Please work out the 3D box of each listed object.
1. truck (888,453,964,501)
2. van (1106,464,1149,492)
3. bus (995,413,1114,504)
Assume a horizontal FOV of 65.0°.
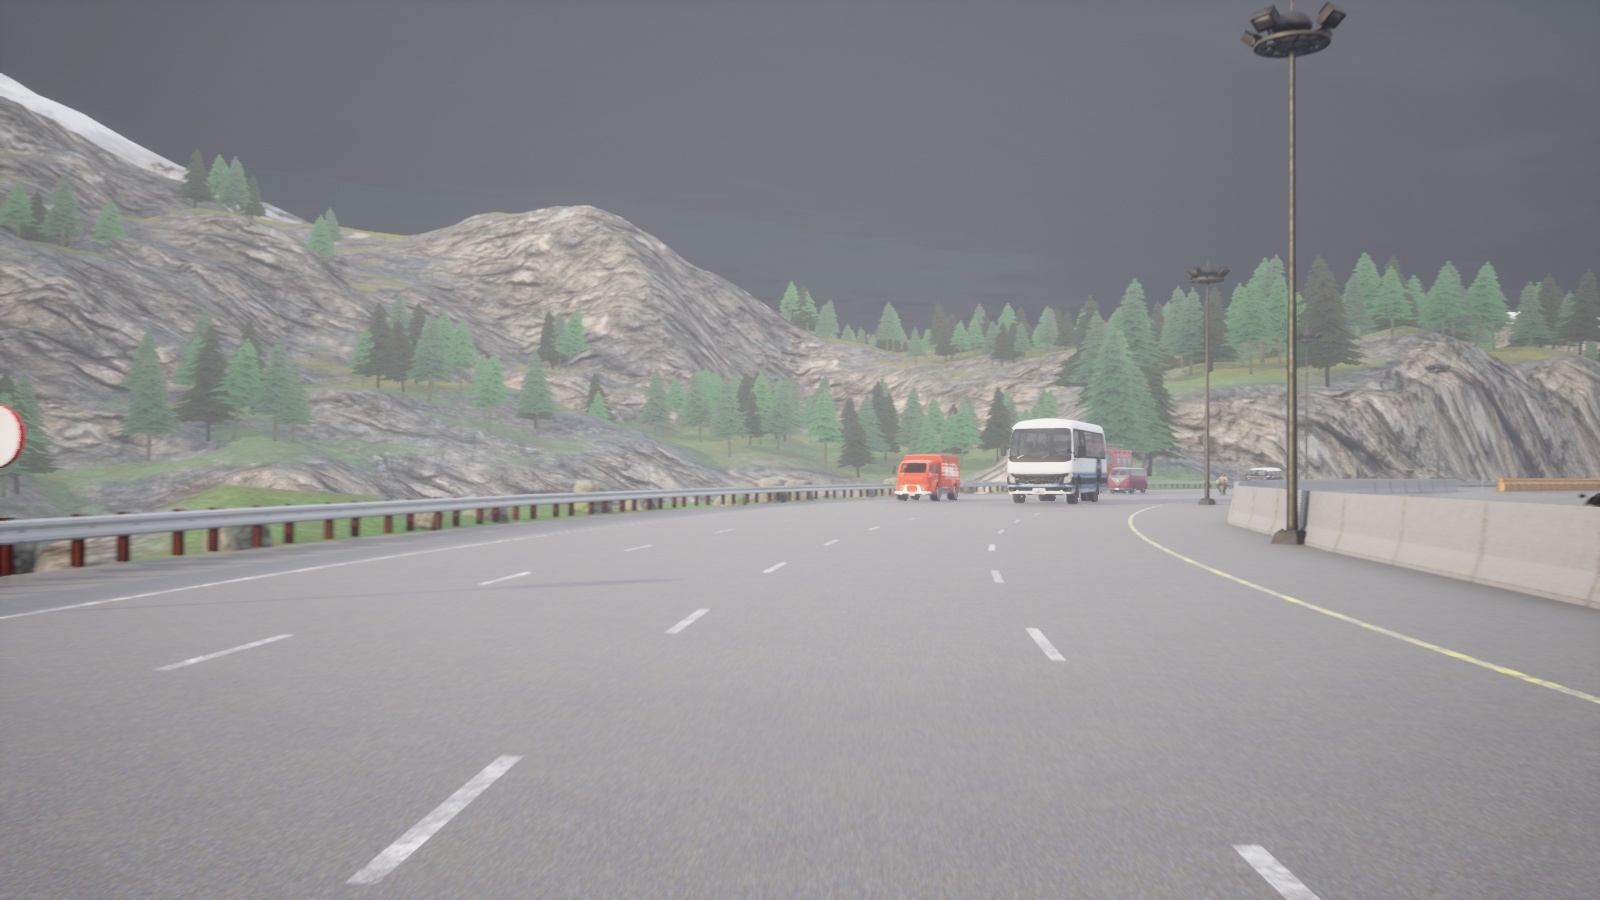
[{"bbox_3d":[6.789,1.434,67.030,2.627,2.467,5.204,-1,-1,23],"label":"truck"},{"bbox_3d":[24.088,2.065,92.282,1.775,1.987,4.442,-1,-1,33],"label":"van"},{"bbox_3d":[13.236,0.489,64.379,3.944,4.253,10.273,-1,-1,23],"label":"bus"}]
